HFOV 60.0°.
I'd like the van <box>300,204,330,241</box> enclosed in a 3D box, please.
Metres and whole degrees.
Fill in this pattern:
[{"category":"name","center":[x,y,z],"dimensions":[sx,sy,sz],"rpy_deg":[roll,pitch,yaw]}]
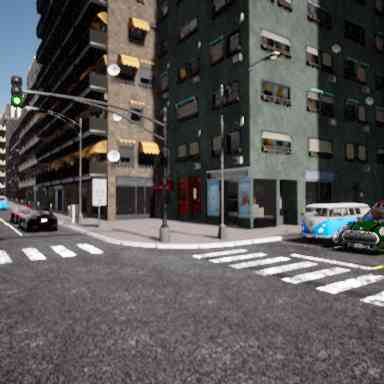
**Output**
[{"category":"van","center":[6.956,1.441,15.996],"dimensions":[3.998,1.788,1.690],"rpy_deg":[0,0,-34]}]

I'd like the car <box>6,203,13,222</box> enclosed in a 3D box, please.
[{"category":"car","center":[-12.718,1.678,25.321],"dimensions":[1.802,1.307,4.206],"rpy_deg":[1,-1,-34]}]

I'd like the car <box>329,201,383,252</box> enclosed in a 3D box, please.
[{"category":"car","center":[8.048,1.414,13.619],"dimensions":[4.553,1.767,2.097],"rpy_deg":[0,-1,-34]}]

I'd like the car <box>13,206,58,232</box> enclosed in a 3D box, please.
[{"category":"car","center":[-9.595,1.659,20.708],"dimensions":[1.947,1.339,4.313],"rpy_deg":[1,-1,-34]}]

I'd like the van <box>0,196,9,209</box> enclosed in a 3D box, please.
[{"category":"van","center":[-25.207,1.450,43.778],"dimensions":[1.690,1.788,3.998],"rpy_deg":[1,-1,-34]}]

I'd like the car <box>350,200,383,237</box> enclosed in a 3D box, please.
[{"category":"car","center":[11.556,1.408,19.062],"dimensions":[5.009,1.841,2.192],"rpy_deg":[0,0,-34]}]
